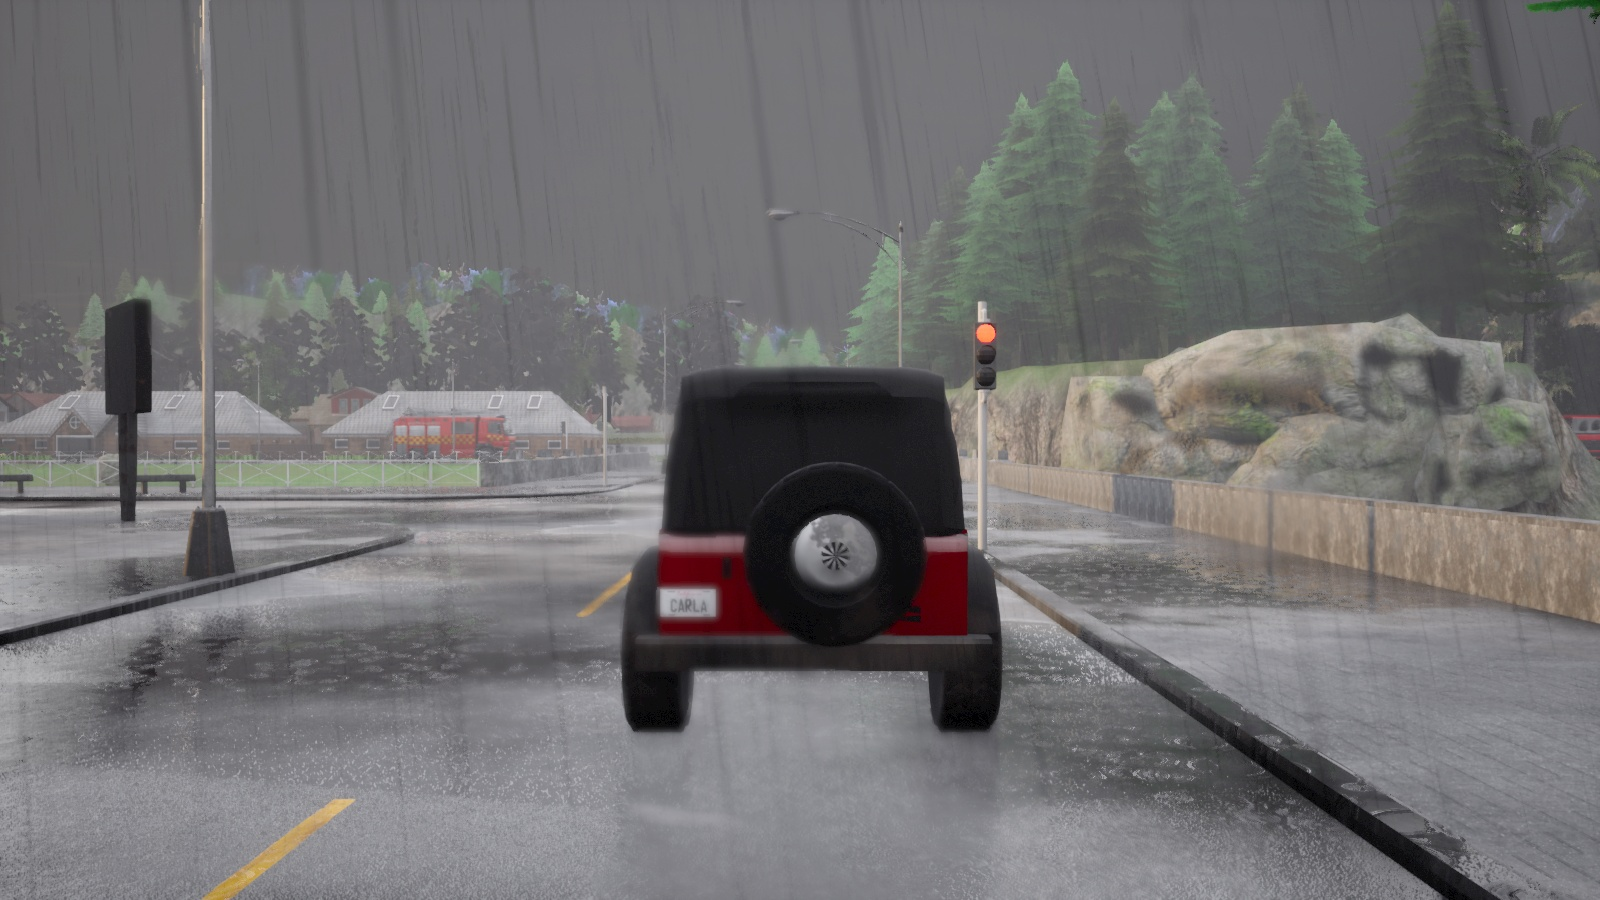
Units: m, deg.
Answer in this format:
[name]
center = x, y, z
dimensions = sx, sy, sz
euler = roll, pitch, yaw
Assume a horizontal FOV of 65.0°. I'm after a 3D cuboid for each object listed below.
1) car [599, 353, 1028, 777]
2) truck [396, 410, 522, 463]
[car]
center = 0.062, 0.500, 7.508
dimensions = 1.905, 1.878, 3.866
euler = 0, 0, 0
[truck]
center = -24.915, -0.963, 92.089
dimensions = 8.468, 3.827, 2.891
euler = 0, 0, 0
